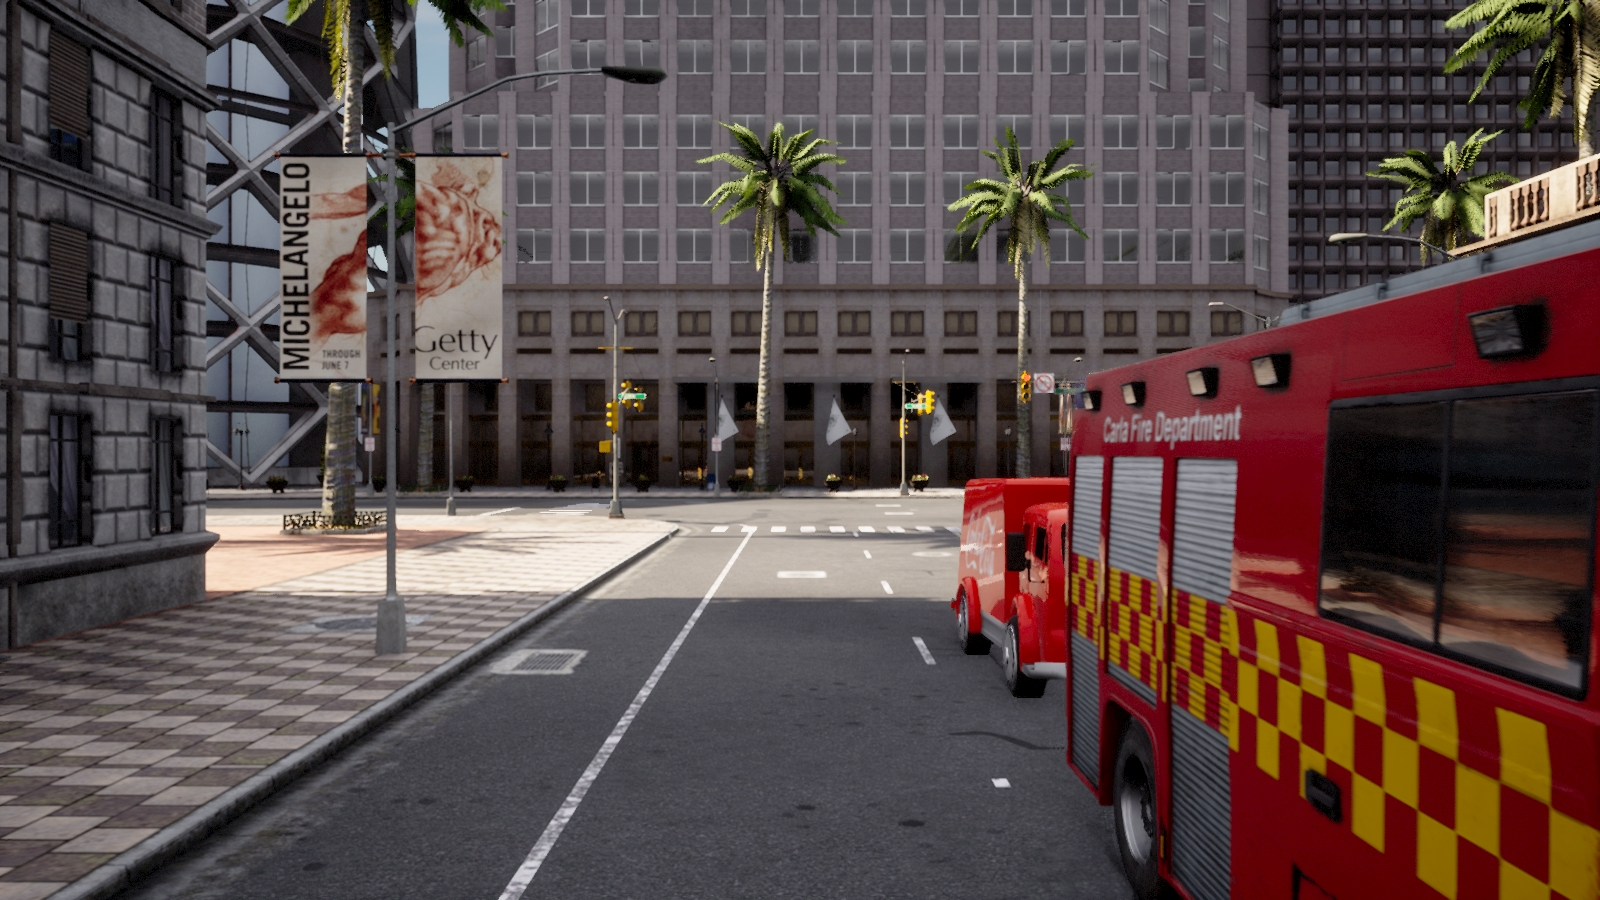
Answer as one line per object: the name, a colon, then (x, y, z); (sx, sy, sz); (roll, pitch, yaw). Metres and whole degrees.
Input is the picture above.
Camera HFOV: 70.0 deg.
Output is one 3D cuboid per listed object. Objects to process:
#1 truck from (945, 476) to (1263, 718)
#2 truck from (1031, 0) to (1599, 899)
truck: (3.468, 1.578, 14.415); (2.627, 2.467, 5.204); (0, -1, 0)
truck: (3.206, 0.888, 4.421); (2.891, 3.827, 8.468); (0, 0, 0)
